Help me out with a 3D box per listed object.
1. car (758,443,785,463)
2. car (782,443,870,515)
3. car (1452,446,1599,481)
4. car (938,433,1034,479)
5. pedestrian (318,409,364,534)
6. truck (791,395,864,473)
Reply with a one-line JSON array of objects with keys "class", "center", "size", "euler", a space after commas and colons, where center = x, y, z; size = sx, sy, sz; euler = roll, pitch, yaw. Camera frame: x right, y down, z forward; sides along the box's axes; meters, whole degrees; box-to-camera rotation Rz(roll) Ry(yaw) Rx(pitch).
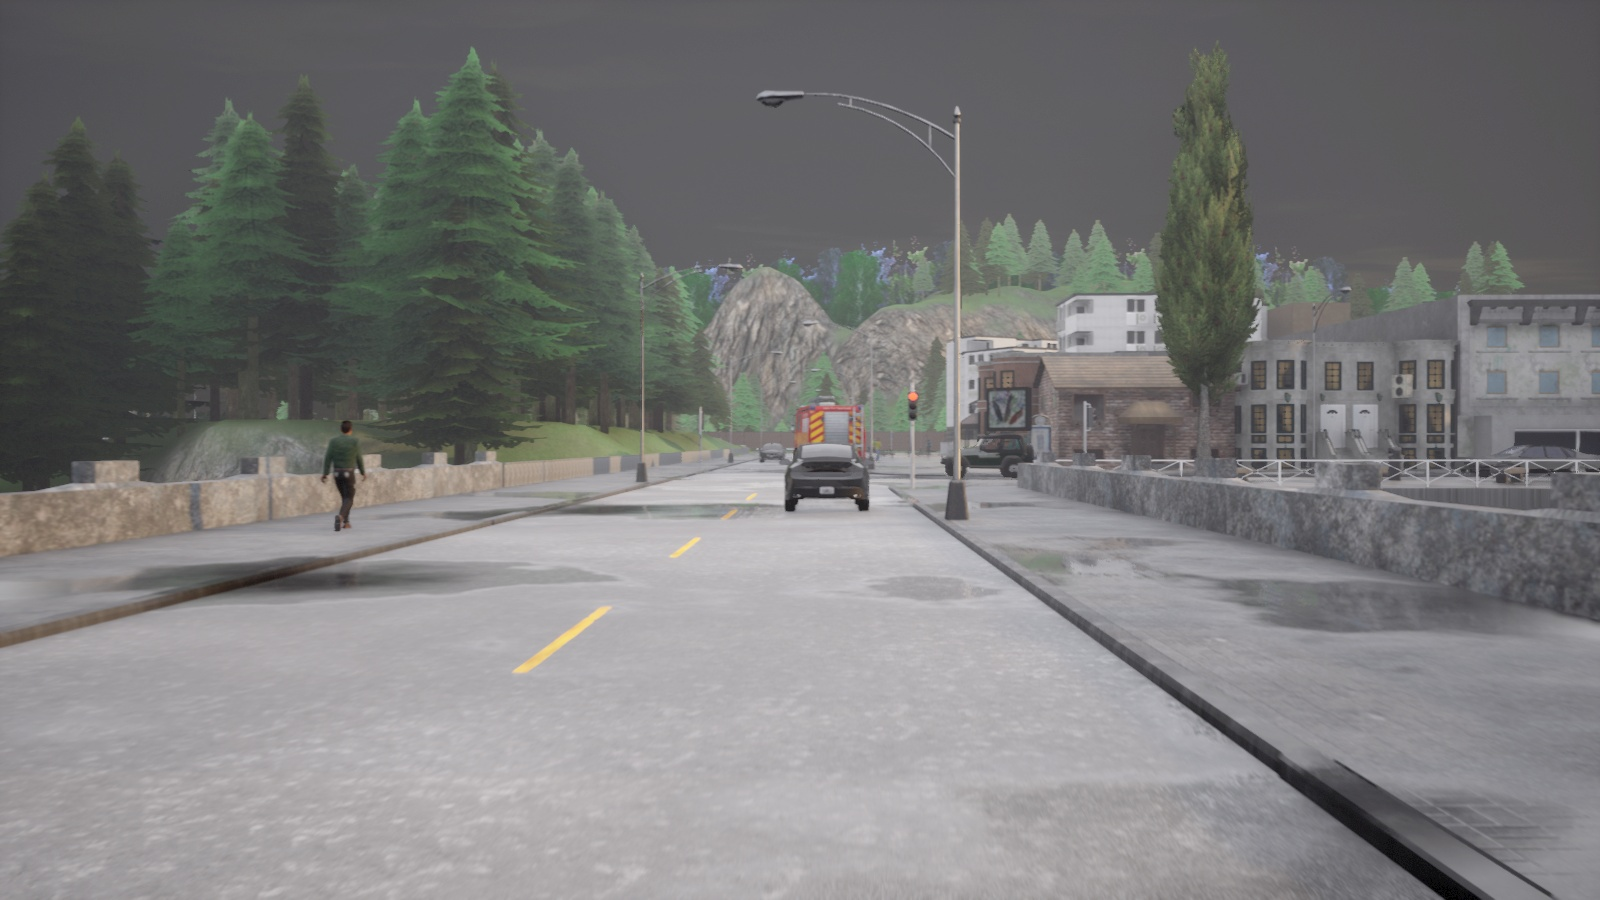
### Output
[{"class": "car", "center": [-2.115, 0.217, 94.519], "size": [1.837, 1.490, 4.892], "euler": [0, 0, 1]}, {"class": "car", "center": [0.588, 0.590, 28.654], "size": [1.837, 1.490, 4.892], "euler": [0, 0, 1]}, {"class": "car", "center": [30.287, 0.528, 52.099], "size": [5.357, 1.411, 2.033], "euler": [0, 0, 1]}, {"class": "car", "center": [7.745, 0.252, 52.654], "size": [3.866, 1.878, 1.905], "euler": [0, 0, 5]}, {"class": "pedestrian", "center": [-7.303, 0.337, 20.006], "size": [0.423, 1.949, 0.788], "euler": [0, 0, 2]}, {"class": "truck", "center": [1.350, -0.790, 66.069], "size": [2.891, 3.827, 8.468], "euler": [0, 0, -5]}]
